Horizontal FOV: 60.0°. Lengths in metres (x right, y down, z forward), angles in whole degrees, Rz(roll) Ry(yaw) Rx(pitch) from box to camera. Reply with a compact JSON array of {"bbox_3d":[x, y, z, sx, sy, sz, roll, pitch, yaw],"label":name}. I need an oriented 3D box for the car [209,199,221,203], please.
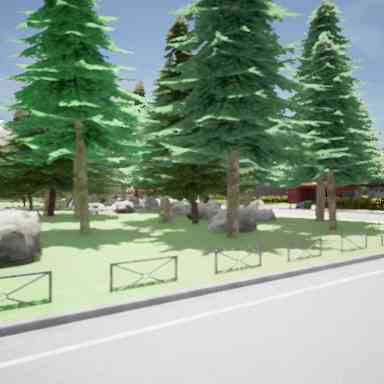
[{"bbox_3d":[3.104,1.761,54.392,1.994,1.385,4.181,0,0,-27],"label":"car"}]
